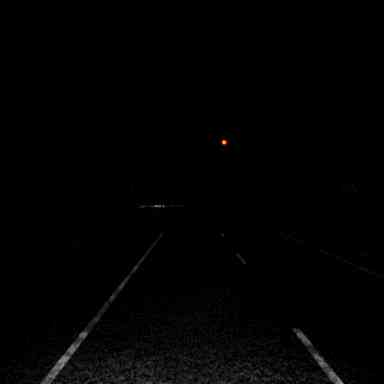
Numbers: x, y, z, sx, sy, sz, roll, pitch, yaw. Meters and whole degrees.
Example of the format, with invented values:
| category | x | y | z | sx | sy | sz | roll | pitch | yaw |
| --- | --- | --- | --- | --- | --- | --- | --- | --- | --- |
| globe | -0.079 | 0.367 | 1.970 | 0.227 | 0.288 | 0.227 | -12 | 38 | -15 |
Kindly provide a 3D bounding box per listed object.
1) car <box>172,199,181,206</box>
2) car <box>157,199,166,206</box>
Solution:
| category | x | y | z | sx | sy | sz | roll | pitch | yaw |
| --- | --- | --- | --- | --- | --- | --- | --- | --- | --- |
| car | -3.492 | 2.305 | 76.050 | 1.837 | 1.490 | 4.892 | 0 | -1 | 0 |
| car | -6.992 | 2.330 | 76.060 | 2.128 | 1.511 | 4.902 | 0 | -1 | 0 |
